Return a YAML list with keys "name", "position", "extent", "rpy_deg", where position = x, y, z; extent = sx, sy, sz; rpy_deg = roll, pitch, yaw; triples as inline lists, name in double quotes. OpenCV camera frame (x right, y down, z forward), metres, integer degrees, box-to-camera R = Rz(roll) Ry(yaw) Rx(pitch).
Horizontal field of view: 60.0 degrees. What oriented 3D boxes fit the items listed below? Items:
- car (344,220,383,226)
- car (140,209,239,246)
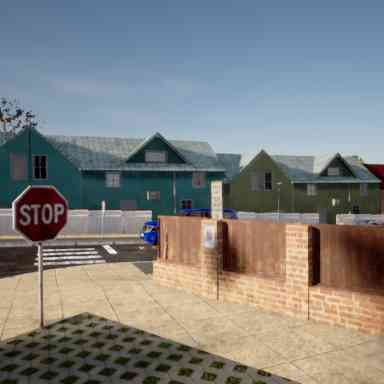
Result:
- name: "car"
  position: [11.789, 2.653, 22.765]
  extent: [4.902, 1.511, 2.128]
  rpy_deg: [2, -2, -22]
- name: "car"
  position: [0.041, 1.918, 17.926]
  extent: [5.566, 2.045, 2.150]
  rpy_deg: [2, -2, -23]
